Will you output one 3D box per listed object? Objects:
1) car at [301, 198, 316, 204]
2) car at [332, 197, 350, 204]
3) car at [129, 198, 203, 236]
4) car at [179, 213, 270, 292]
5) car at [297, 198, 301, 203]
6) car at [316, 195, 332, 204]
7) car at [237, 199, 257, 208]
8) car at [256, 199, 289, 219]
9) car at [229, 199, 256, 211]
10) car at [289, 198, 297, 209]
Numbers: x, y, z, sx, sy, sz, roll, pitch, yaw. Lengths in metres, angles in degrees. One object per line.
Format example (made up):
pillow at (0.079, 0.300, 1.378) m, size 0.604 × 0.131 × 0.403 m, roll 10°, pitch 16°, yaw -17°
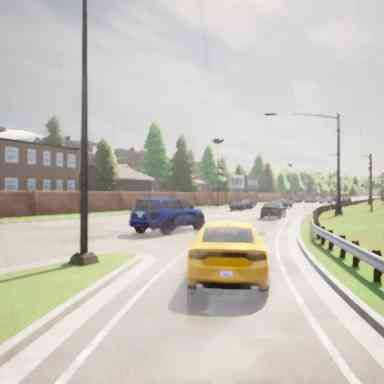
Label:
car at (29.547, 2.145, 82.983) m, size 2.033 × 1.411 × 5.357 m, roll 0°, pitch 0°, yaw 32°
car at (35.489, 2.122, 79.284) m, size 2.033 × 1.411 × 5.357 m, roll 0°, pitch 0°, yaw 32°
car at (-1.344, 1.363, 19.924) m, size 2.150 × 2.045 × 5.566 m, roll 0°, pitch 0°, yaw 32°
car at (1.026, 1.545, 9.250) m, size 1.882 × 1.535 × 5.008 m, roll 0°, pitch -1°, yaw 7°
car at (27.016, 2.162, 85.540) m, size 2.033 × 1.411 × 5.357 m, roll 0°, pitch 0°, yaw 32°
car at (32.534, 1.819, 81.161) m, size 2.150 × 2.045 × 5.566 m, roll 0°, pitch 0°, yaw 32°
car at (9.589, 1.939, 57.357) m, size 1.812 × 1.442 × 4.674 m, roll 0°, pitch -1°, yaw 32°
car at (7.824, 1.737, 31.837) m, size 1.837 × 1.490 × 4.892 m, roll 0°, pitch 0°, yaw 23°
car at (7.009, 1.937, 46.590) m, size 1.895 × 1.301 × 4.718 m, roll 0°, pitch 0°, yaw 32°
car at (14.269, 1.879, 51.627) m, size 1.837 × 1.490 × 4.892 m, roll 0°, pitch -1°, yaw 32°
